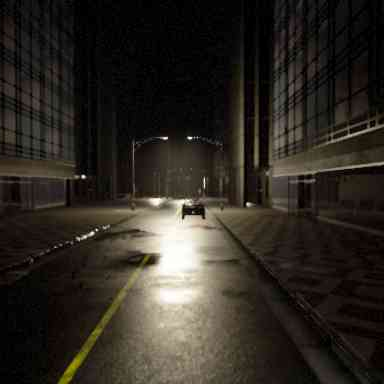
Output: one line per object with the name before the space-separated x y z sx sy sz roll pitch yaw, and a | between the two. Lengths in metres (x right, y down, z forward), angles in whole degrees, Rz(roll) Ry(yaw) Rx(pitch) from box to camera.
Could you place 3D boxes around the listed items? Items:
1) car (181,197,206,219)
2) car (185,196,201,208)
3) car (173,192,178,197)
car | 0.102 1.355 27.495 2.128 1.511 4.902 0 0 0
car | 0.104 1.346 45.100 2.033 1.411 5.357 0 0 0
car | -2.993 1.100 77.701 1.895 1.301 4.718 0 0 0
